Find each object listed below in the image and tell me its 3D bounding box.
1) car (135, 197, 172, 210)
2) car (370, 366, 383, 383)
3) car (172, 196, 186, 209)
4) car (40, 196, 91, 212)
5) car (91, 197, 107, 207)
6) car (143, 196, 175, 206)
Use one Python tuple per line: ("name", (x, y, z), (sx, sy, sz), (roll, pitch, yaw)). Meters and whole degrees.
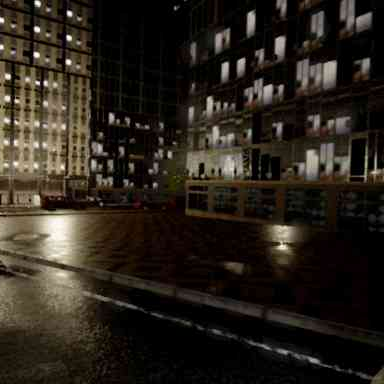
("car", (-5.496, 1.709, 44.853), (4.507, 1.381, 1.887), (1, 2, -34))
("car", (3.257, 1.544, 1.239), (4.674, 1.442, 1.812), (1, 0, 36))
("car", (-0.811, 1.542, 48.047), (5.009, 1.841, 2.192), (1, 2, -34))
("car", (-14.848, 1.356, 38.448), (5.009, 1.841, 2.192), (1, 2, -34))
("car", (-14.619, 1.386, 48.156), (4.403, 1.369, 2.008), (1, 2, -34))
("car", (-5.400, 1.482, 54.459), (4.829, 1.417, 1.752), (1, 2, -34))
